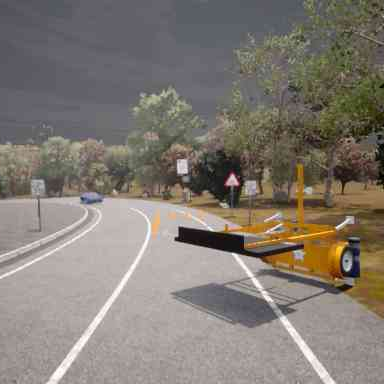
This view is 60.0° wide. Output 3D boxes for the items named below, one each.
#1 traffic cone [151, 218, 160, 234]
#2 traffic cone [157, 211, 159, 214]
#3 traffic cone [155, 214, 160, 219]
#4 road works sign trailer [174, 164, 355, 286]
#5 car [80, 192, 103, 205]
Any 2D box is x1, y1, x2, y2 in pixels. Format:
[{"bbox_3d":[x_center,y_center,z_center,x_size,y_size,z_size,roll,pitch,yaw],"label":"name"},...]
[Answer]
[{"bbox_3d":[-1.866,1.751,16.538,0.340,0.580,0.340,-1,2,-4],"label":"traffic cone"},{"bbox_3d":[-2.164,1.636,20.525,0.340,0.580,0.340,-1,2,-4],"label":"traffic cone"},{"bbox_3d":[-2.014,1.694,18.533,0.340,0.580,0.340,-1,2,-4],"label":"traffic cone"},{"bbox_3d":[1.685,0.774,7.455,3.560,2.880,2.380,-1,1,-39],"label":"road works sign trailer"},{"bbox_3d":[-12.762,0.788,42.160,1.882,1.535,5.008,-4,2,-32],"label":"car"}]
